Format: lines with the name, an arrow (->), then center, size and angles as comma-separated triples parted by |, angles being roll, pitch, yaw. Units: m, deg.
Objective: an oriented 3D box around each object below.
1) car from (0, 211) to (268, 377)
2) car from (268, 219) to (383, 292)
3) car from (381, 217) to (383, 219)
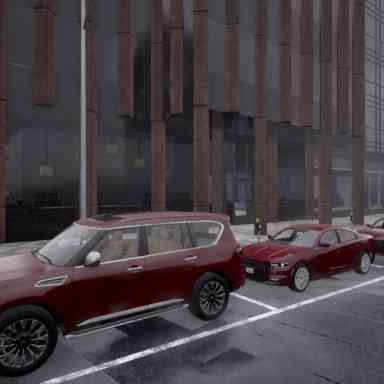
car -> -1.289, 1.315, 5.735 | 5.009, 1.841, 2.192 | 0, 0, -36
car -> 3.145, 1.545, 8.916 | 4.507, 1.381, 1.887 | 0, 0, -36
car -> 7.579, 1.547, 12.097 | 4.507, 1.381, 1.887 | 0, 0, -36
